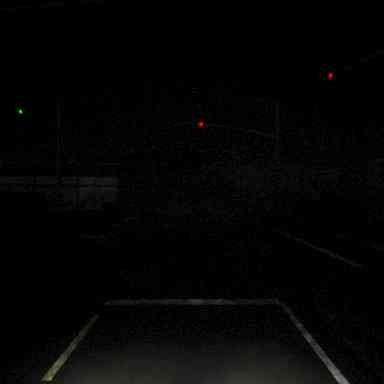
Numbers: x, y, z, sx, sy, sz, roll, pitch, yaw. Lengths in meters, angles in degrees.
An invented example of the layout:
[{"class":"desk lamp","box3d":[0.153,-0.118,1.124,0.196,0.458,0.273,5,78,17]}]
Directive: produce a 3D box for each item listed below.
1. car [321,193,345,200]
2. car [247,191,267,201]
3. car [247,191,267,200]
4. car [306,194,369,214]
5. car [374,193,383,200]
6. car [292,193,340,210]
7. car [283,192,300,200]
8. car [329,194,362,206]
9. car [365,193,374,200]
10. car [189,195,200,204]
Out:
[{"class":"car","box3d":[31.720,0.940,74.811,4.514,1.523,2.007,0,0,0]},{"class":"car","box3d":[13.216,1.031,67.869,3.806,1.475,1.970,0,0,0]},{"class":"car","box3d":[13.834,0.731,71.191,3.866,1.878,1.905,0,0,0]},{"class":"car","box3d":[13.244,1.193,30.475,4.514,1.523,2.007,0,0,0]},{"class":"car","box3d":[39.073,0.847,64.715,5.027,1.636,2.152,0,0,0]},{"class":"car","box3d":[13.198,1.169,33.612,5.027,1.636,2.152,0,0,0]},{"class":"car","box3d":[21.695,0.770,67.889,4.605,1.855,1.932,0,0,0]},{"class":"car","box3d":[20.896,1.102,45.443,3.633,1.501,1.845,0,0,0]},{"class":"car","box3d":[38.762,0.894,71.134,3.806,1.475,1.970,0,0,0]},{"class":"car","box3d":[0.463,1.269,56.619,2.033,1.411,5.357,0,0,1]}]
